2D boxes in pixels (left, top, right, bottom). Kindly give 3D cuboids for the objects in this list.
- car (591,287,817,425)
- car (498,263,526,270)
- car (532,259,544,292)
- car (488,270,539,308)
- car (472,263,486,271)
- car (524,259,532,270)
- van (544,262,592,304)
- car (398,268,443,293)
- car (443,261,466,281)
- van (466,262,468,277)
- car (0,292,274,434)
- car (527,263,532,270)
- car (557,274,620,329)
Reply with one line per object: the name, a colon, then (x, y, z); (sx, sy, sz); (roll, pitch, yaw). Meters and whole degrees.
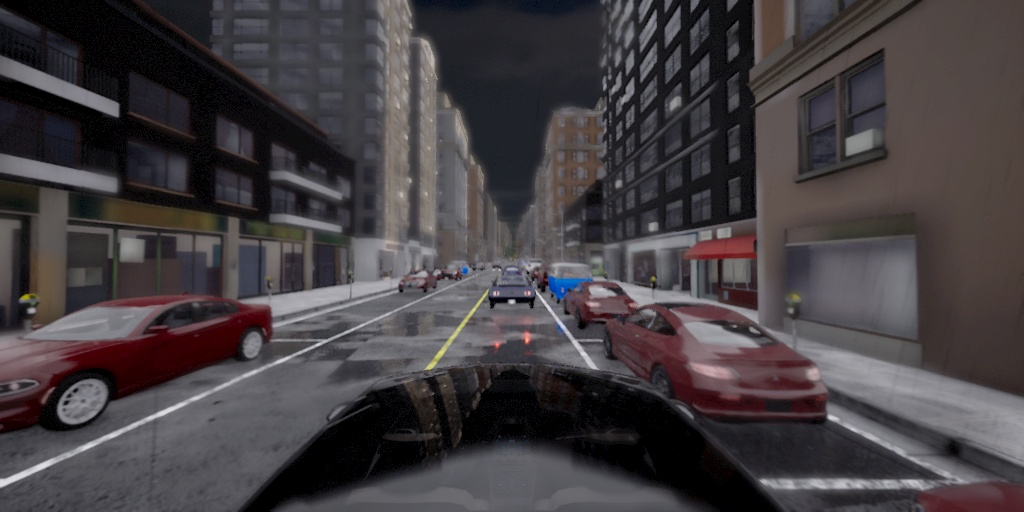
car: (2.668, 1.369, 5.655); (1.802, 1.307, 4.207); (0, 0, 0)
car: (0.001, 1.562, 31.252); (1.812, 1.442, 4.674); (0, 0, 0)
car: (2.666, 1.267, 22.675); (2.192, 1.841, 5.009); (0, 0, 0)
car: (0.000, 1.488, 15.969); (1.895, 1.301, 4.718); (0, -1, 0)
car: (-5.866, 1.910, 62.389); (1.948, 1.339, 4.313); (0, 0, 0)
car: (3.100, 1.439, 48.844); (2.150, 2.045, 5.566); (0, -1, 0)
van: (2.667, 1.238, 17.002); (1.690, 1.789, 3.998); (0, 0, 0)
car: (-5.860, 1.535, 22.681); (1.802, 1.307, 4.207); (0, 0, 0)
car: (-5.862, 1.504, 34.026); (1.967, 1.591, 4.097); (0, 0, 0)
van: (-5.863, 1.461, 39.698); (1.690, 1.789, 3.998); (0, 0, 0)
car: (-5.858, 1.333, 5.663); (1.888, 1.381, 4.507); (0, 0, 0)
car: (2.664, 1.646, 34.020); (1.802, 1.307, 4.207); (0, 0, 0)
car: (2.667, 1.424, 11.329); (1.802, 1.307, 4.207); (0, 0, 0)
